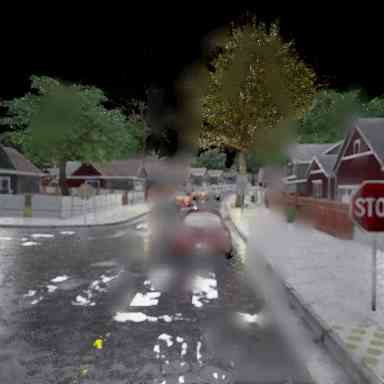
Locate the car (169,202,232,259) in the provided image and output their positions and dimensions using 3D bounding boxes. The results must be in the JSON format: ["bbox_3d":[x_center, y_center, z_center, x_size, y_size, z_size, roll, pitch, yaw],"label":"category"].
[{"bbox_3d":[0.374,1.330,11.736,1.812,1.442,4.674,0,1,2],"label":"car"}]

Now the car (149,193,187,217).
[{"bbox_3d":[-1.907,1.095,25.800,2.033,1.411,5.357,0,1,5],"label":"car"}]

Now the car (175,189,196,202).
[{"bbox_3d":[-1.096,0.678,35.653,2.097,1.767,4.553,0,1,5],"label":"car"}]

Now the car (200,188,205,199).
[{"bbox_3d":[1.248,0.206,55.822,2.097,1.767,4.553,0,1,8],"label":"car"}]

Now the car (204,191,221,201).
[{"bbox_3d":[3.274,0.611,49.082,1.895,1.301,4.718,0,1,7],"label":"car"}]

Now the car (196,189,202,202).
[{"bbox_3d":[-0.094,0.699,45.487,1.895,1.301,4.718,0,1,7],"label":"car"}]
